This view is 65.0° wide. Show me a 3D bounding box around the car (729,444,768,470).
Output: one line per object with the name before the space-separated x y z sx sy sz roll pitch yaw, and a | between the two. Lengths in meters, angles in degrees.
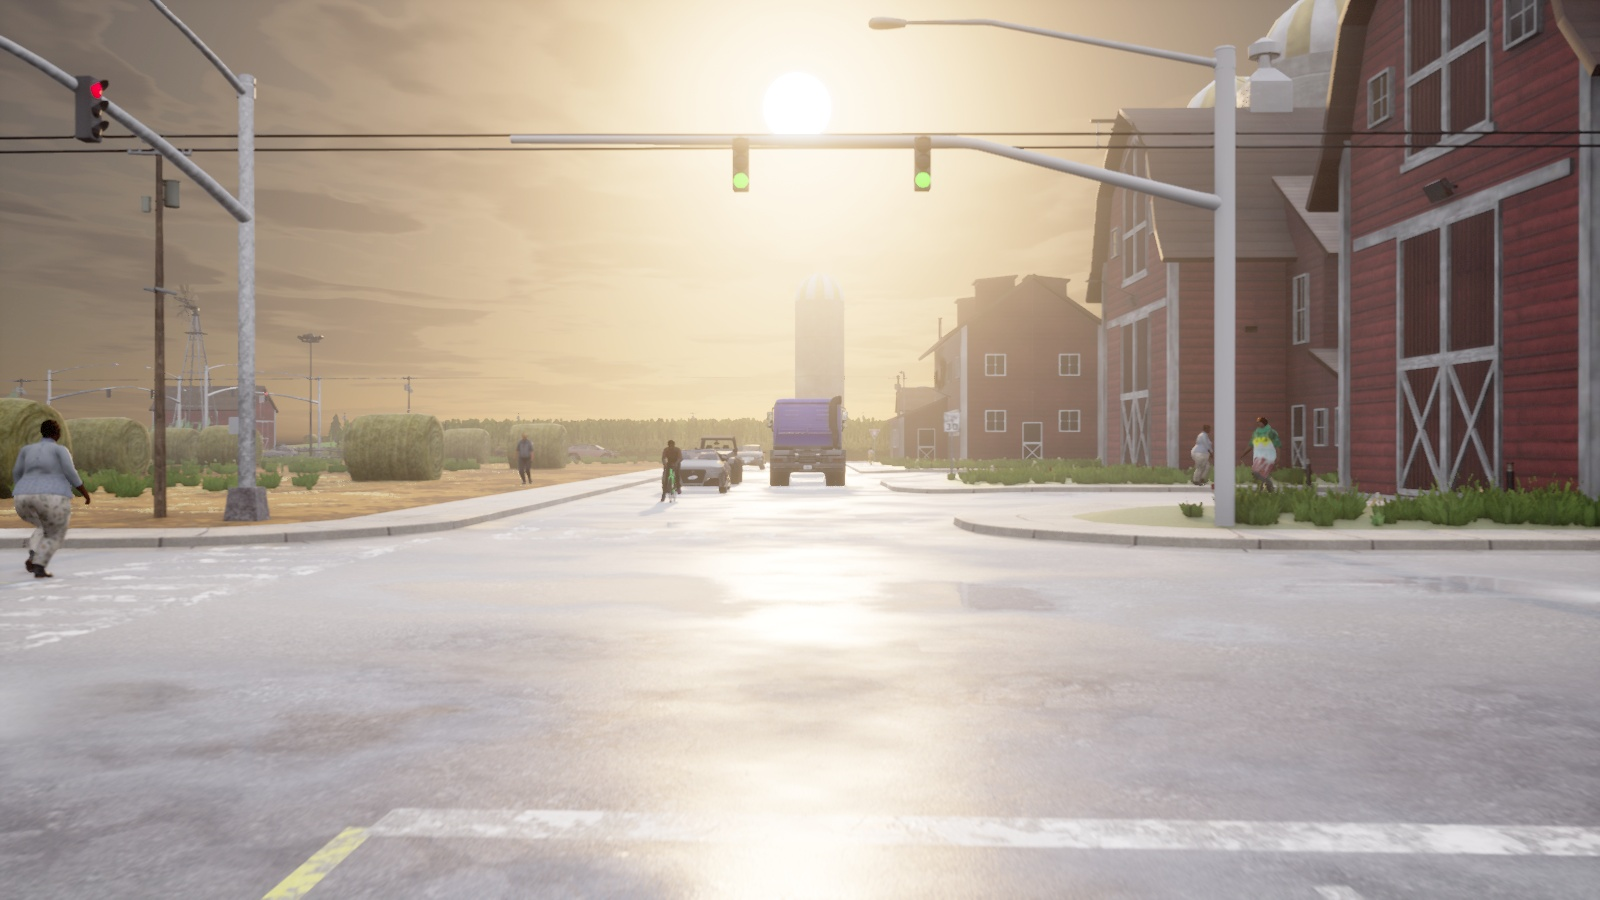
car | -3.055 0.391 75.655 2.128 1.511 4.902 0 0 0

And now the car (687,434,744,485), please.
car | -3.211 0.343 48.296 1.905 1.878 3.866 0 0 0

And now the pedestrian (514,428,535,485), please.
pedestrian | -9.033 0.214 41.133 0.540 1.848 0.694 0 0 -1

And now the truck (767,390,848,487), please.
truck | 0.293 -0.437 48.749 2.891 3.462 7.936 0 0 0

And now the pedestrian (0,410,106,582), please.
pedestrian | -8.442 0.496 14.014 0.874 1.855 0.900 0 0 4

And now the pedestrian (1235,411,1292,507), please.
pedestrian | 9.653 0.185 26.158 0.873 1.952 0.659 0 0 -19

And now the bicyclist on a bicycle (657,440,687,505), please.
bicyclist on a bicycle | -3.302 0.556 32.422 0.582 1.620 1.656 -1 0 0

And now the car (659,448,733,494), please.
car | -3.258 0.644 40.110 1.994 1.385 4.181 0 0 0

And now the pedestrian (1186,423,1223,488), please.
pedestrian | 11.762 0.149 36.531 0.900 1.855 0.874 0 0 8
